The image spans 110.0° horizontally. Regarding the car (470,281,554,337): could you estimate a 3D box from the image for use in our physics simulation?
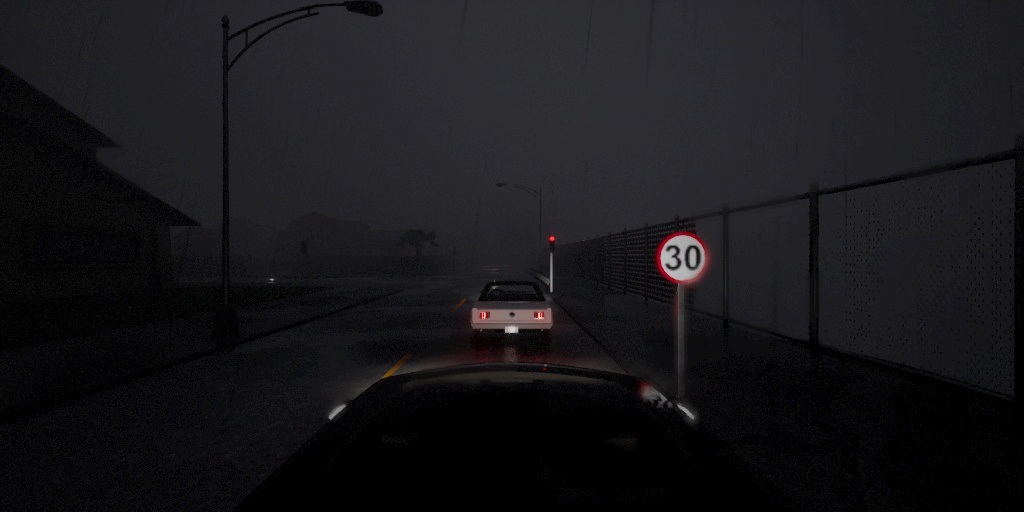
[{"bbox_3d":[-0.001,1.351,10.210,1.895,1.301,4.718,0,0,0],"label":"car"}]

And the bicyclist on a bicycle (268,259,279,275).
[{"bbox_3d":[-24.318,1.099,36.521,0.582,1.620,1.656,0,0,0],"label":"bicyclist on a bicycle"}]
